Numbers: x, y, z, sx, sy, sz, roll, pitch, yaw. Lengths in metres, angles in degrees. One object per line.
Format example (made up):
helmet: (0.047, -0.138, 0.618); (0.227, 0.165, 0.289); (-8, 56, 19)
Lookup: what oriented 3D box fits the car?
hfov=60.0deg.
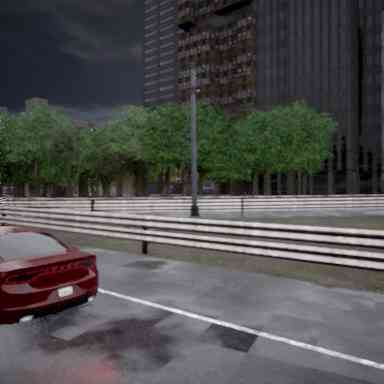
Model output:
car: (-4.050, 1.441, 6.837); (5.008, 1.535, 1.882); (1, 0, 36)
